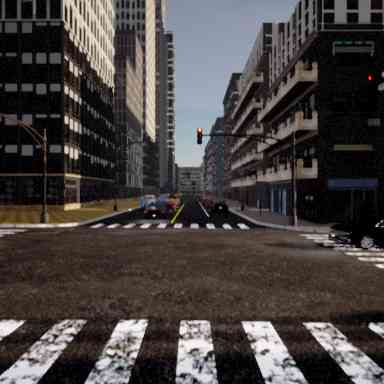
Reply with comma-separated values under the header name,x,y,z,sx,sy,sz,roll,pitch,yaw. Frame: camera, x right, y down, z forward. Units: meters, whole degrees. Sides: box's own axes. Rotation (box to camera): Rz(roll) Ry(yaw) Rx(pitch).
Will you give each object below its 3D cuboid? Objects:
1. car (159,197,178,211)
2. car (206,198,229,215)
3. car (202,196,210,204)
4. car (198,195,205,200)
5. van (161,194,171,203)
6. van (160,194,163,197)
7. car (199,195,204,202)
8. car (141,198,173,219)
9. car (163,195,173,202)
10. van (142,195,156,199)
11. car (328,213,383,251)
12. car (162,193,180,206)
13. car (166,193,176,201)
name,x,y,z,sx,sy,sz,roll,pitch,yaw
car,-3.062,1.584,40.717,1.895,1.301,4.718,0,0,0
car,2.717,1.551,33.839,1.947,1.339,4.313,0,0,0
car,2.724,1.527,43.806,1.887,1.381,4.507,0,0,0
car,2.766,1.541,94.694,1.947,1.339,4.313,0,0,0
van,-5.633,1.318,72.084,1.690,1.788,3.998,0,0,0
van,-5.638,1.319,66.429,1.690,1.788,3.998,0,0,0
car,2.738,1.529,60.769,2.008,1.369,4.403,0,0,0
car,-3.076,1.534,29.719,2.033,1.411,5.357,0,0,0
car,-5.628,1.527,77.738,2.008,1.369,4.403,0,0,0
van,-5.657,1.323,43.812,1.690,1.788,3.998,0,0,0
car,8.539,1.682,14.644,4.892,1.490,1.837,1,0,-5
car,-3.039,1.332,52.562,2.097,1.767,4.553,0,0,0
car,-5.619,1.291,89.047,2.192,1.841,5.009,0,0,0
